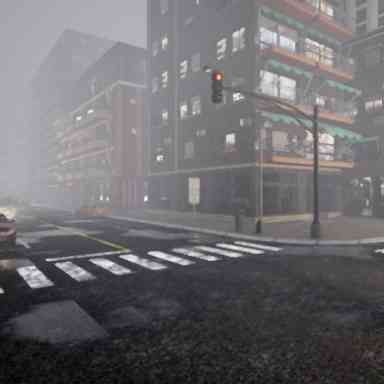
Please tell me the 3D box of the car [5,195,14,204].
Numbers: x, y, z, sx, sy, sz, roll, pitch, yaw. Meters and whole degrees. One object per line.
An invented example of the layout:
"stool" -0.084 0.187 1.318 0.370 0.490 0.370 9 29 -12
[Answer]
"car" -35.073 1.556 65.597 1.967 1.590 4.097 0 0 -36

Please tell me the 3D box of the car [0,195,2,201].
"car" -41.767 1.684 74.942 1.752 1.417 4.829 0 0 -36

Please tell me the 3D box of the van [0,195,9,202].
"van" -44.967 1.521 79.409 1.690 1.788 3.998 0 0 -36

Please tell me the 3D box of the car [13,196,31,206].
"car" -28.575 1.609 56.527 1.752 1.417 4.829 0 0 -36

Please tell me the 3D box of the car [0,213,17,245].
"car" -8.903 1.587 14.675 1.802 1.307 4.206 0 0 -36

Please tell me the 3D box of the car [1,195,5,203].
"car" -38.369 1.702 70.199 1.947 1.339 4.313 0 0 -36

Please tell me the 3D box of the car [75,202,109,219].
"car" -8.786 1.543 28.901 1.752 1.417 4.829 0 0 -36
